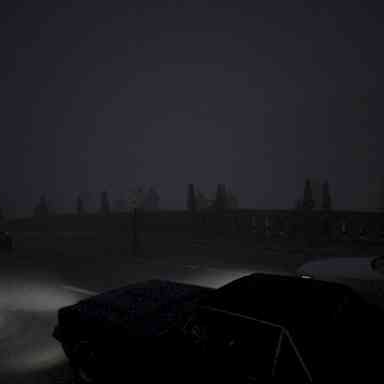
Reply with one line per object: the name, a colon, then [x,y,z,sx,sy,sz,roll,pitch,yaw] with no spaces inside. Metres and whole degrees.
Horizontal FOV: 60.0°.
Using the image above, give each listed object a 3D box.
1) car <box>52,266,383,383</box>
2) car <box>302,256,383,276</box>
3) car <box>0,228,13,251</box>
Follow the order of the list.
car: [0.573,1.619,3.593,4.718,1.301,1.895,-1,0,36]
car: [4.060,1.523,5.380,4.674,1.442,1.812,-1,0,35]
car: [-10.286,2.132,15.642,4.181,1.385,1.994,-5,-3,35]
